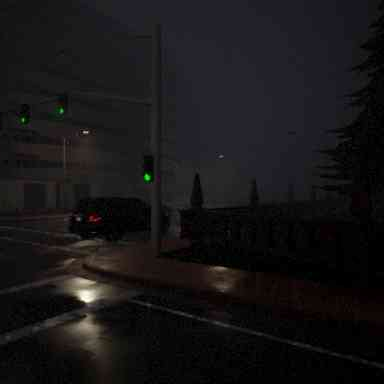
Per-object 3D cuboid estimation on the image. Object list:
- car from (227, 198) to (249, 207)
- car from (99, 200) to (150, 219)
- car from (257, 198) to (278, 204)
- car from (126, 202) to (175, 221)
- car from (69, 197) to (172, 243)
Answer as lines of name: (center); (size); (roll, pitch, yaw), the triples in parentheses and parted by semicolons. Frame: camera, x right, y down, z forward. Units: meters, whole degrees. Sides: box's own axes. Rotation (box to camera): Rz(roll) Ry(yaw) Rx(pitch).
car: (7.068, 1.618, 50.541); (1.994, 1.385, 4.181); (0, 0, 35)
car: (-6.255, 1.557, 31.403); (1.837, 1.490, 4.892); (0, 0, 35)
car: (11.405, 1.601, 50.617); (2.033, 1.411, 5.357); (0, 0, 35)
car: (-3.577, 1.617, 29.123); (1.994, 1.385, 4.181); (0, 0, 35)
car: (-3.455, 1.282, 16.834); (2.150, 2.045, 5.566); (0, 0, 35)
